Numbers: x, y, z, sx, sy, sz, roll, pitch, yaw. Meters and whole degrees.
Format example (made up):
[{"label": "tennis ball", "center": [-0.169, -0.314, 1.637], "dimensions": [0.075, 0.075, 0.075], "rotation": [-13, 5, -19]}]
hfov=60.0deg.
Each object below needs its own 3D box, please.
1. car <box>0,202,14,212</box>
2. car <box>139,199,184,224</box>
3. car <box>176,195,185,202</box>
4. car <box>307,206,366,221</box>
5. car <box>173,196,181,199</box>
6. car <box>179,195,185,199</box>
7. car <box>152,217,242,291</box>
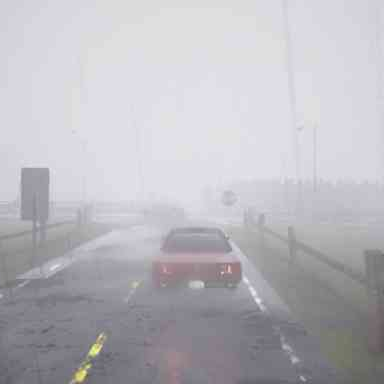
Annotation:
[{"label": "car", "center": [-17.376, 1.094, 27.477], "dimensions": [5.008, 1.535, 1.882], "rotation": [1, -1, 0]}, {"label": "car", "center": [-2.398, 1.490, 25.399], "dimensions": [1.882, 1.535, 5.008], "rotation": [1, 0, -30]}, {"label": "car", "center": [-2.733, 1.546, 77.072], "dimensions": [1.882, 1.535, 5.008], "rotation": [0, 0, 0]}, {"label": "car", "center": [12.982, 1.963, 30.203], "dimensions": [4.718, 1.301, 1.895], "rotation": [1, -1, 2]}, {"label": "car", "center": [-2.842, 1.592, 43.733], "dimensions": [1.994, 1.385, 4.181], "rotation": [0, 0, -1]}, {"label": "car", "center": [-2.767, 1.603, 62.417], "dimensions": [2.033, 1.411, 5.357], "rotation": [0, 0, 1]}, {"label": "car", "center": [0.102, 1.605, 9.008], "dimensions": [1.895, 1.301, 4.718], "rotation": [0, 0, 0]}]
